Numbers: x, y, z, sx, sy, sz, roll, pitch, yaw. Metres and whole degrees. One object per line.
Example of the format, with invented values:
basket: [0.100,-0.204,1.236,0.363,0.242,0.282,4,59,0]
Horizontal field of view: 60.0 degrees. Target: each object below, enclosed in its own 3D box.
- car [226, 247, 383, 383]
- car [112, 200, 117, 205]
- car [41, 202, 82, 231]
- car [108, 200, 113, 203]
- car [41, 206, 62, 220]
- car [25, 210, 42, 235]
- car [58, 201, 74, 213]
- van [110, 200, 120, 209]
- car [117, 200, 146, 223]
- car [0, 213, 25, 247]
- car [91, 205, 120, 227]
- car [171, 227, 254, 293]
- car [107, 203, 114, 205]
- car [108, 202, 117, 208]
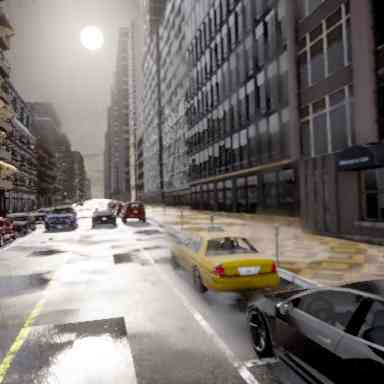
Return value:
car: [2.105,1.554,3.444,1.947,1.339,4.313,0,-1,-15]
car: [-8.433,2.041,41.572,2.192,1.841,5.009,0,-1,-15]
car: [-9.976,1.930,25.737,2.097,1.767,4.553,-1,-1,-15]
car: [-14.452,2.579,63.354,1.967,1.590,4.097,0,-1,-15]
car: [-16.460,2.434,39.170,1.752,1.417,4.829,0,-1,-15]
car: [-11.990,2.163,22.995,1.947,1.339,4.313,0,-1,-15]
car: [-21.024,2.536,55.677,2.192,1.841,5.009,0,-1,-15]
van: [-15.959,2.583,68.803,1.690,1.788,3.998,0,-1,-15]
car: [-5.423,1.832,30.679,2.192,1.841,5.009,0,-1,-15]
car: [-10.485,2.036,17.550,1.887,1.381,4.507,0,-1,-15]
car: [-7.349,2.098,27.836,1.994,1.385,4.181,-1,-1,-15]
car: [0.554,1.623,9.055,1.752,1.417,4.829,0,-1,-15]
car: [-10.483,2.353,39.179,1.895,1.301,4.718,-1,-1,-15]
car: [-18.967,3.013,79.691,1.947,1.339,4.313,0,-1,-15]
